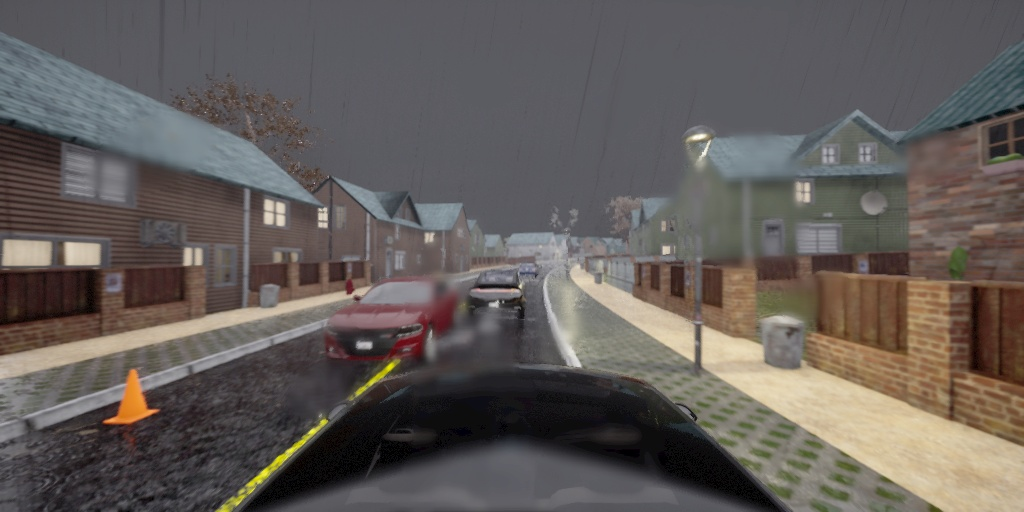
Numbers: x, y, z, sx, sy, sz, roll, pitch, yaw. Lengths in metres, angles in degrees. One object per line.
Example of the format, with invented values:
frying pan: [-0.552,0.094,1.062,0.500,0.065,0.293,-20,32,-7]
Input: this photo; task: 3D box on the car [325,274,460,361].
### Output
car: [-2.452,1.238,8.504,1.882,1.535,5.008,0,0,0]

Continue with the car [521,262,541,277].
car: [1.708,1.250,34.926,2.033,1.411,5.357,0,0,8]

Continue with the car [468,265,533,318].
car: [-0.398,1.255,13.109,2.128,1.511,4.902,0,0,3]

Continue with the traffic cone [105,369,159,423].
traffic cone: [-4.711,1.706,4.457,0.340,0.580,0.340,0,0,1]
